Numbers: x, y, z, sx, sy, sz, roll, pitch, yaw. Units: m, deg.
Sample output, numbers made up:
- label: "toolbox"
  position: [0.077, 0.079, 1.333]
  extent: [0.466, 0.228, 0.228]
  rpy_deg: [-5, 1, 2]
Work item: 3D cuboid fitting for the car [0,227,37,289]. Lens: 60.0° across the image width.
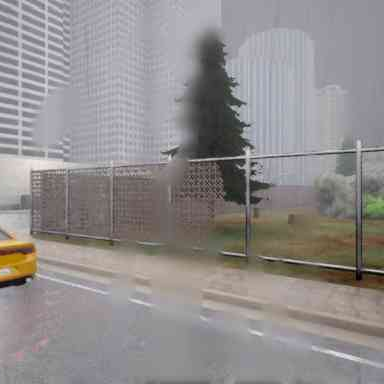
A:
- label: "car"
  position: [-5.800, 1.478, 8.108]
  extent: [5.008, 1.535, 1.882]
  rpy_deg: [-1, 0, 35]
